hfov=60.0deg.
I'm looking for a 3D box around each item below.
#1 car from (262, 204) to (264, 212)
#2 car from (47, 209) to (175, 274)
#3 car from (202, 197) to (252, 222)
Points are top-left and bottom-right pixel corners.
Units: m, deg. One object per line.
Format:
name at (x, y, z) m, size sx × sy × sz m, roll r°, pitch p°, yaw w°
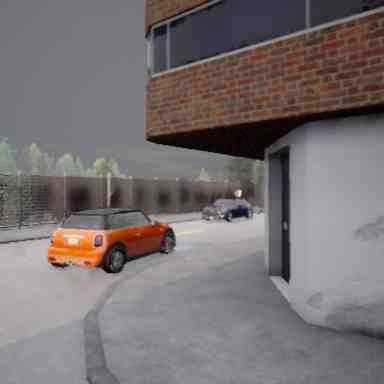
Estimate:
car at (8.721, 1.158, 32.913) m, size 2.097 × 1.767 × 4.553 m, roll 0°, pitch 0°, yaw 37°
car at (-2.304, 1.309, 10.776) m, size 2.097 × 1.767 × 4.553 m, roll 0°, pitch 0°, yaw 23°
car at (2.707, 1.220, 25.044) m, size 2.097 × 1.767 × 4.553 m, roll 0°, pitch 0°, yaw 37°
